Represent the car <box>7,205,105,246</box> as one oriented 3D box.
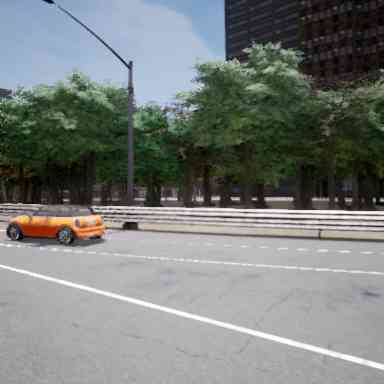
[{"bbox_3d":[-6.385,1.376,15.523,4.553,1.767,2.097,0,0,24],"label":"car"}]
